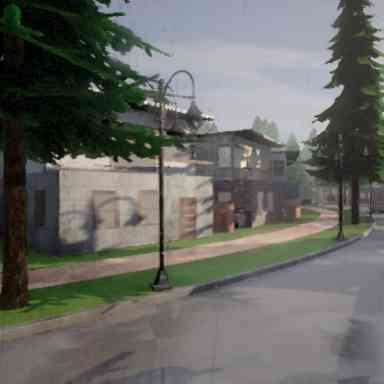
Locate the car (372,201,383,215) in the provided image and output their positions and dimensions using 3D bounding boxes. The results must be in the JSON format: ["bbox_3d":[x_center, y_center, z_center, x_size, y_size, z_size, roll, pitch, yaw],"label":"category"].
[{"bbox_3d":[20.226,1.650,34.663,1.895,1.301,4.718,0,0,15],"label":"car"}]
